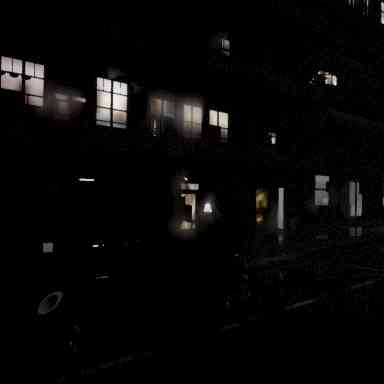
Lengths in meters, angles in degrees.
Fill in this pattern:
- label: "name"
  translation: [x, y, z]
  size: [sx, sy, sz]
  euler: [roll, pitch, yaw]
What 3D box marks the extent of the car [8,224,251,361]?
- label: "car"
  translation: [-0.928, 1.441, 5.886]
  size: [4.097, 1.590, 1.967]
  euler: [0, 1, -36]
